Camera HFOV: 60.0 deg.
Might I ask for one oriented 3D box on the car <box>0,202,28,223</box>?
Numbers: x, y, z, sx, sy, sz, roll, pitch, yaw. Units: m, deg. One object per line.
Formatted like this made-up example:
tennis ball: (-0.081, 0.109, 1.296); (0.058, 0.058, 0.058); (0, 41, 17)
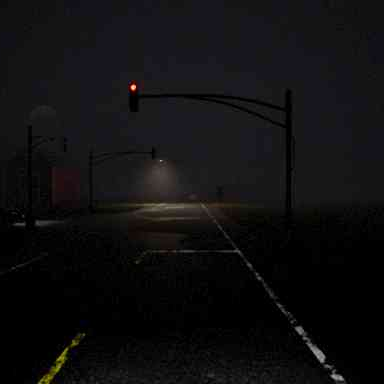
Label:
car: (-14.242, 1.408, 23.942); (4.674, 1.442, 1.812); (1, 0, 8)

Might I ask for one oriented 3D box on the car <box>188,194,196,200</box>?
car: (0.067, 1.233, 86.583); (2.097, 1.767, 4.553); (0, 0, 0)
